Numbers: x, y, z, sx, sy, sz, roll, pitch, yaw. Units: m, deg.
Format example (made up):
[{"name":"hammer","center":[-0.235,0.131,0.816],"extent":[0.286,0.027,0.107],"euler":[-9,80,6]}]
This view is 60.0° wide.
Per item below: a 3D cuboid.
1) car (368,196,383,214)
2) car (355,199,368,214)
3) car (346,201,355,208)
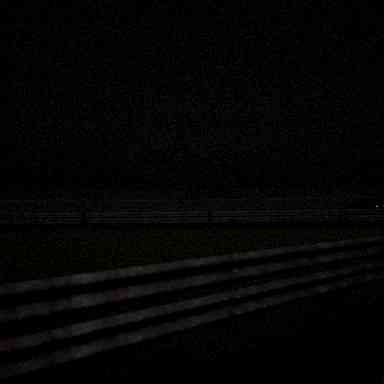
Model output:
[{"name":"car","center":[19.975,1.337,30.875],"extent":[5.566,2.045,2.150],"euler":[-1,1,2]},{"name":"car","center":[20.109,1.607,34.376],"extent":[4.902,1.511,2.128],"euler":[-1,1,3]},{"name":"car","center":[20.262,1.552,37.872],"extent":[5.008,1.535,1.882],"euler":[-1,1,3]}]
